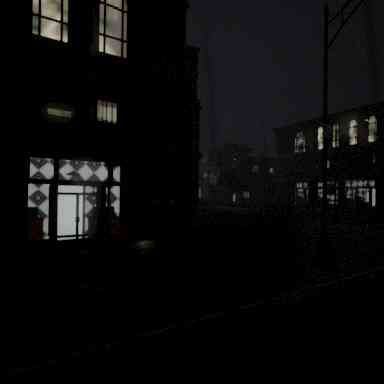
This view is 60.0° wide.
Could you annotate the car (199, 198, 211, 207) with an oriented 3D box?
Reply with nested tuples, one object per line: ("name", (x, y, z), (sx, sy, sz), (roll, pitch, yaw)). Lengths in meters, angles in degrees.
("car", (1.376, 1.616, 52.117), (1.887, 1.381, 4.507), (1, -1, -27))

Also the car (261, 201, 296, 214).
("car", (9.443, 1.619, 36.634), (2.008, 1.369, 4.403), (1, -1, -27))
